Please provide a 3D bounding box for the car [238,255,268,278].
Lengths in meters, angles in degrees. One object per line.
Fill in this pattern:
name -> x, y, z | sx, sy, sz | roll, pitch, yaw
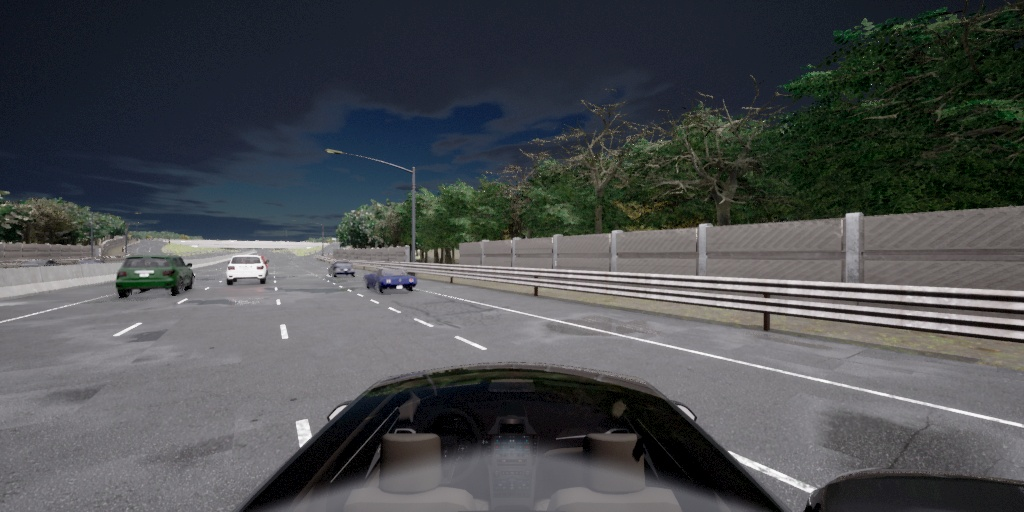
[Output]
car -> -25.261, 0.946, 35.133 | 2.150, 2.045, 5.566 | 0, 0, -34

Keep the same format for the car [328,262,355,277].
car -> -16.499, 1.278, 34.615 | 2.033, 1.411, 5.357 | 0, 0, -34

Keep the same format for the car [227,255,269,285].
car -> -19.272, 0.957, 26.181 | 2.150, 2.045, 5.566 | 0, 0, -34

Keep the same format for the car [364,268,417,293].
car -> -7.153, 1.346, 20.700 | 1.895, 1.301, 4.718 | 0, 0, -34

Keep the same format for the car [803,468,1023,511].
car -> 2.986, 1.315, 0.431 | 4.181, 1.385, 1.994 | 0, 0, 34

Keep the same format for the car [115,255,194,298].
car -> -18.592, 0.964, 18.888 | 2.150, 2.045, 5.566 | 0, 0, -34
